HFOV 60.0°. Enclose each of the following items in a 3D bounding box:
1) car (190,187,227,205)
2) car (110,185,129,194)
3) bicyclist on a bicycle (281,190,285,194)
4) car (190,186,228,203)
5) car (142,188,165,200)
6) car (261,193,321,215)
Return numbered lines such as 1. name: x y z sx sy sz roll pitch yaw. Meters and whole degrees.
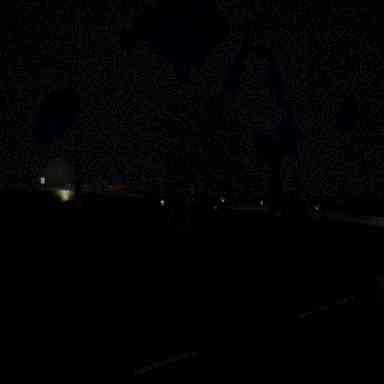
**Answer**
1. car: 1.587 0.513 34.241 2.128 1.511 4.902 0 2 -35
2. car: -13.119 -0.534 59.965 1.882 1.535 5.008 0 2 -35
3. bicyclist on a bicycle: 9.210 0.666 33.852 1.656 1.620 0.582 0 2 -35
4. car: 1.909 0.246 38.863 2.097 1.767 4.553 0 2 -35
5. car: -4.533 0.188 42.850 2.033 1.411 5.357 0 2 -35
6. car: 7.581 0.897 25.821 2.128 1.511 4.902 0 2 -35
